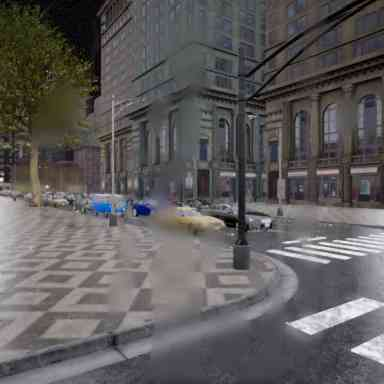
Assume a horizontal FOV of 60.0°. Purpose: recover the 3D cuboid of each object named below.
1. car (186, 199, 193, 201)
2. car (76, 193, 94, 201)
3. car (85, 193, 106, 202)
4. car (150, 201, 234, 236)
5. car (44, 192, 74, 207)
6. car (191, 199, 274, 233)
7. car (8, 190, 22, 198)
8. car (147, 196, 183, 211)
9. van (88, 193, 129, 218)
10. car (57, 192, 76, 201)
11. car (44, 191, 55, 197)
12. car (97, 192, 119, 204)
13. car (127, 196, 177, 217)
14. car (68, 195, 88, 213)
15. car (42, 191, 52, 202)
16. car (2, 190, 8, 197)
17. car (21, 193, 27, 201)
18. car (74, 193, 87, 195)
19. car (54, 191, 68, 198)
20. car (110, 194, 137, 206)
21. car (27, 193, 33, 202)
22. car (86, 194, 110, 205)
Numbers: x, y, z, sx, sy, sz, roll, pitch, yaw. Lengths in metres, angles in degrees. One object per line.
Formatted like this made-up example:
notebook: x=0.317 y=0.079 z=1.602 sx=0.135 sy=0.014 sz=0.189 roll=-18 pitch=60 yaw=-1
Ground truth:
car: x=0.199 y=1.320 z=32.031 sx=1.947 sy=1.339 sz=4.313 roll=1 pitch=0 yaw=-35
car: x=-19.227 y=0.866 z=59.574 sx=1.802 sy=1.307 sz=4.206 roll=1 pitch=0 yaw=-35
car: x=-15.989 y=0.915 z=54.984 sx=2.008 sy=1.369 sz=4.403 roll=1 pitch=0 yaw=-35
car: x=-0.188 y=1.401 z=17.784 sx=1.752 sy=1.417 sz=4.829 roll=1 pitch=0 yaw=-35
car: x=-16.379 y=1.054 z=40.746 sx=1.752 sy=1.417 sz=4.829 roll=1 pitch=0 yaw=-35
car: x=2.373 y=1.374 z=18.770 sx=2.128 sy=1.511 sz=4.902 roll=0 pitch=1 yaw=-36
car: x=-35.901 y=0.486 z=68.427 sx=1.967 sy=1.590 sz=4.097 roll=1 pitch=0 yaw=-35
car: x=-3.037 y=1.228 z=36.621 sx=1.887 sy=1.381 sz=4.507 roll=1 pitch=0 yaw=-35
van: x=-6.761 y=1.093 z=27.109 sx=1.690 sy=1.788 sz=3.998 roll=1 pitch=0 yaw=-35
car: x=-22.454 y=0.749 z=59.502 sx=2.128 sy=1.511 sz=4.902 roll=0 pitch=1 yaw=-35
car: x=-35.415 y=0.476 z=82.524 sx=1.802 sy=1.307 sz=4.206 roll=1 pitch=0 yaw=-35
car: x=-12.750 y=0.885 z=50.394 sx=1.967 sy=1.590 sz=4.097 roll=1 pitch=0 yaw=-35
car: x=-3.064 y=1.261 z=26.470 sx=1.882 sy=1.535 sz=5.008 roll=0 pitch=1 yaw=-35
car: x=-10.001 y=1.233 z=31.700 sx=2.008 sy=1.369 sz=4.403 roll=1 pitch=0 yaw=-35
car: x=-19.714 y=0.995 z=45.475 sx=2.008 sy=1.369 sz=4.403 roll=1 pitch=0 yaw=-35
car: x=-42.377 y=0.333 z=77.608 sx=1.967 sy=1.590 sz=4.097 roll=1 pitch=0 yaw=-35
car: x=-26.190 y=0.833 z=54.656 sx=2.008 sy=1.369 sz=4.403 roll=1 pitch=0 yaw=-35
car: x=-14.838 y=1.017 z=43.244 sx=1.837 sy=1.490 sz=4.892 roll=0 pitch=1 yaw=-35
car: x=-28.939 y=0.592 z=73.344 sx=1.887 sy=1.381 sz=4.507 roll=1 pitch=0 yaw=-35
car: x=-9.514 y=1.078 z=45.805 sx=2.008 sy=1.369 sz=4.403 roll=1 pitch=0 yaw=-35
car: x=-22.952 y=0.913 z=50.066 sx=2.008 sy=1.369 sz=4.403 roll=1 pitch=0 yaw=-35
car: x=-13.195 y=1.015 z=46.385 sx=1.812 sy=1.442 sz=4.674 roll=0 pitch=0 yaw=-35
